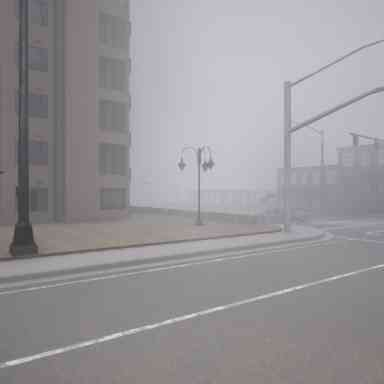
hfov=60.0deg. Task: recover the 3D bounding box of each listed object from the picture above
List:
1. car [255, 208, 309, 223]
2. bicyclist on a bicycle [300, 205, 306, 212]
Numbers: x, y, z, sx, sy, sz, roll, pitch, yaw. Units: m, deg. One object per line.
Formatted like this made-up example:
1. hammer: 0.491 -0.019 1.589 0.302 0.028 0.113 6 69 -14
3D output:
1. car: 7.986 2.095 29.843 1.895 1.301 4.718 0 -4 -36
2. bicyclist on a bicycle: 13.605 2.464 40.705 1.656 1.620 0.582 0 -8 -35
